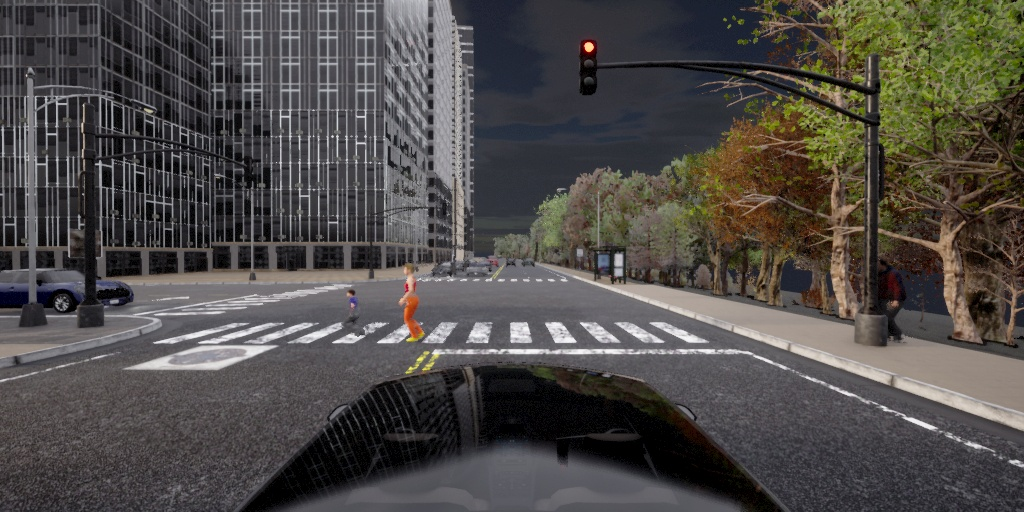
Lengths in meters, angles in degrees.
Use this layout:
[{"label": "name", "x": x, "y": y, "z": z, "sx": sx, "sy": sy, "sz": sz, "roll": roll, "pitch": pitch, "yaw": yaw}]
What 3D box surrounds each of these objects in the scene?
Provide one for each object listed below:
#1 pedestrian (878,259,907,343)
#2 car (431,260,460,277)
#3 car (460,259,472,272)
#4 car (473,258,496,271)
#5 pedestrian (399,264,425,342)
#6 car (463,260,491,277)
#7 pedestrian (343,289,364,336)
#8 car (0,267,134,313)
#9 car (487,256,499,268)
[{"label": "pedestrian", "x": 7.960, "y": 0.891, "z": 7.599, "sx": 0.375, "sy": 1.860, "sz": 0.375, "roll": 0, "pitch": 0, "yaw": 0}, {"label": "car", "x": -6.686, "y": 1.271, "z": 35.961, "sx": 1.812, "sy": 1.442, "sz": 4.674, "roll": 0, "pitch": 0, "yaw": 0}, {"label": "car", "x": -6.711, "y": 1.236, "z": 45.136, "sx": 2.128, "sy": 1.511, "sz": 4.902, "roll": 0, "pitch": 0, "yaw": 0}, {"label": "car", "x": -3.464, "y": 1.292, "z": 45.690, "sx": 2.033, "sy": 1.411, "sz": 5.357, "roll": 0, "pitch": 0, "yaw": 0}, {"label": "pedestrian", "x": -2.325, "y": 1.043, "z": 8.309, "sx": 0.375, "sy": 1.860, "sz": 0.375, "roll": 0, "pitch": 0, "yaw": 0}, {"label": "car", "x": -3.436, "y": 1.346, "z": 36.040, "sx": 1.895, "sy": 1.301, "sz": 4.718, "roll": 0, "pitch": 0, "yaw": 0}, {"label": "pedestrian", "x": -3.858, "y": 1.323, "z": 8.771, "sx": 0.375, "sy": 1.300, "sz": 0.375, "roll": 0, "pitch": 0, "yaw": 0}, {"label": "car", "x": -18.324, "y": 1.284, "z": 14.515, "sx": 4.553, "sy": 1.767, "sz": 2.097, "roll": -1, "pitch": 0, "yaw": 0}, {"label": "car", "x": -3.487, "y": 0.961, "z": 62.007, "sx": 2.150, "sy": 2.045, "sz": 5.566, "roll": 0, "pitch": 0, "yaw": 0}]
